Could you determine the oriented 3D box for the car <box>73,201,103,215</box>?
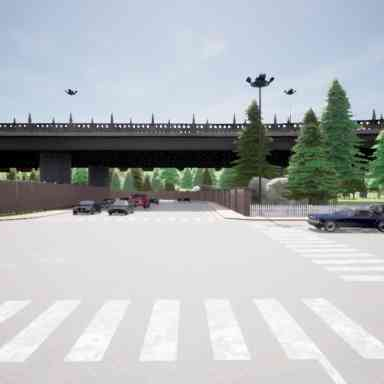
[{"bbox_3d":[-10.575,1.564,33.886,1.994,1.385,4.181,0,0,0],"label":"car"}]

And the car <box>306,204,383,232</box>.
[{"bbox_3d":[9.050,1.545,18.893,4.718,1.301,1.895,0,0,1],"label":"car"}]

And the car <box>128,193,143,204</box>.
[{"bbox_3d":[-10.701,1.221,63.490,2.150,2.045,5.566,0,0,-3],"label":"car"}]

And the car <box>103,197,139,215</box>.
[{"bbox_3d":[-7.049,1.547,33.610,2.033,1.411,5.357,0,0,0],"label":"car"}]

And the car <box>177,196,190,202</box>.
[{"bbox_3d":[-1.921,1.553,75.249,1.994,1.385,4.181,0,0,-19],"label":"car"}]

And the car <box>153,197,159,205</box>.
[{"bbox_3d":[-7.024,1.564,59.712,1.994,1.385,4.181,0,0,0],"label":"car"}]

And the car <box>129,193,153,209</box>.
[{"bbox_3d":[-7.046,1.221,45.009,2.150,2.045,5.566,0,0,0],"label":"car"}]

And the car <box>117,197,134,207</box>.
[{"bbox_3d":[-10.549,1.526,52.782,1.812,1.442,4.674,0,0,0],"label":"car"}]

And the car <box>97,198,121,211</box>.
[{"bbox_3d":[-10.551,1.526,42.601,1.812,1.442,4.674,0,0,0],"label":"car"}]
